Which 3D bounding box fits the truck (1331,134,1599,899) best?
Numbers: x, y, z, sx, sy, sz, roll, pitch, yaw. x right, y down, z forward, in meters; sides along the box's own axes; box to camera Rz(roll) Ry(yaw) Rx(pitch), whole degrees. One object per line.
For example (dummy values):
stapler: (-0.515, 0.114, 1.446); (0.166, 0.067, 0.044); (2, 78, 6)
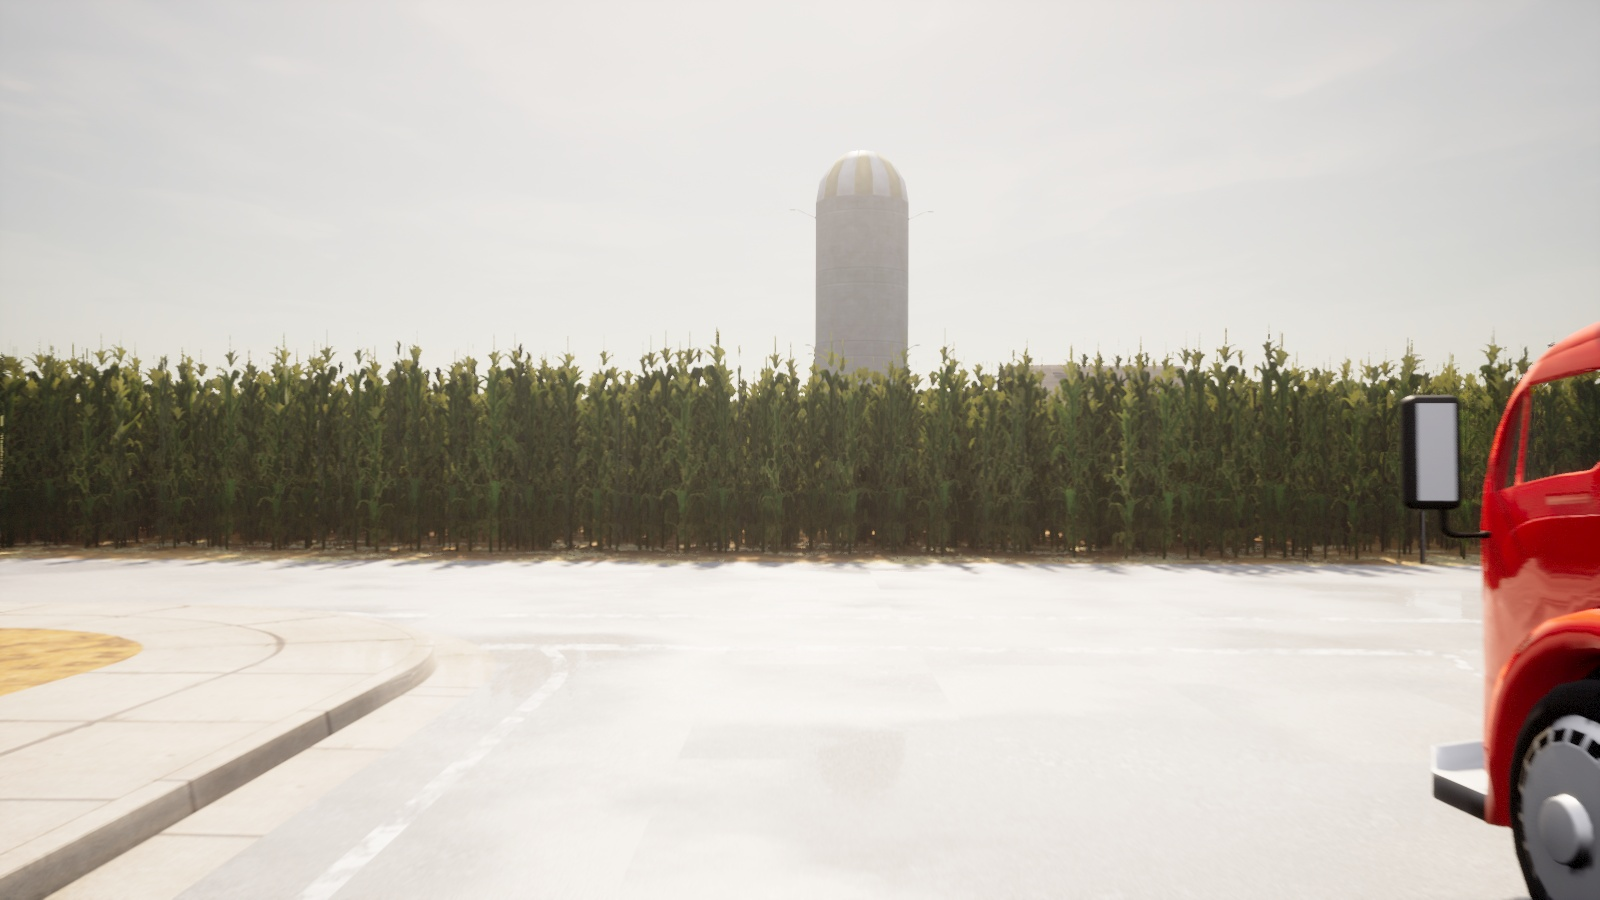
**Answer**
truck: (3.491, 0.336, 2.456); (2.627, 2.467, 5.204); (0, -2, 0)
